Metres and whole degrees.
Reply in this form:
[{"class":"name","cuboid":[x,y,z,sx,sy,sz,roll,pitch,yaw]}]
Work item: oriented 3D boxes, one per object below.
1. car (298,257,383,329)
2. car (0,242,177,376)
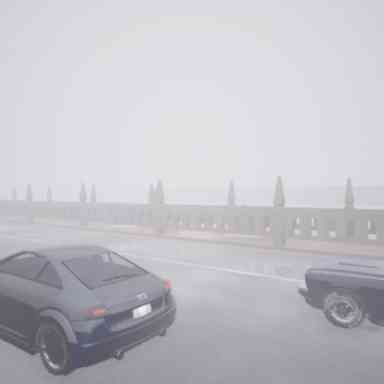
[{"class":"car","cuboid":[4.231,1.600,5.273,4.718,1.301,1.895,0,0,36]},{"class":"car","cuboid":[-2.300,1.570,5.637,4.181,1.385,1.994,0,0,36]}]
